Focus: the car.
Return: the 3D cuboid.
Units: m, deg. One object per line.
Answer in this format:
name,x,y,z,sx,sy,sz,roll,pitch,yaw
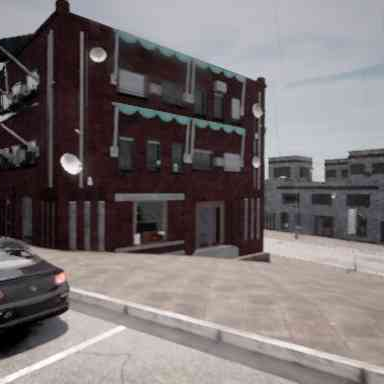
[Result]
car,-4.175,1.535,6.102,4.674,1.452,2.002,0,0,34
